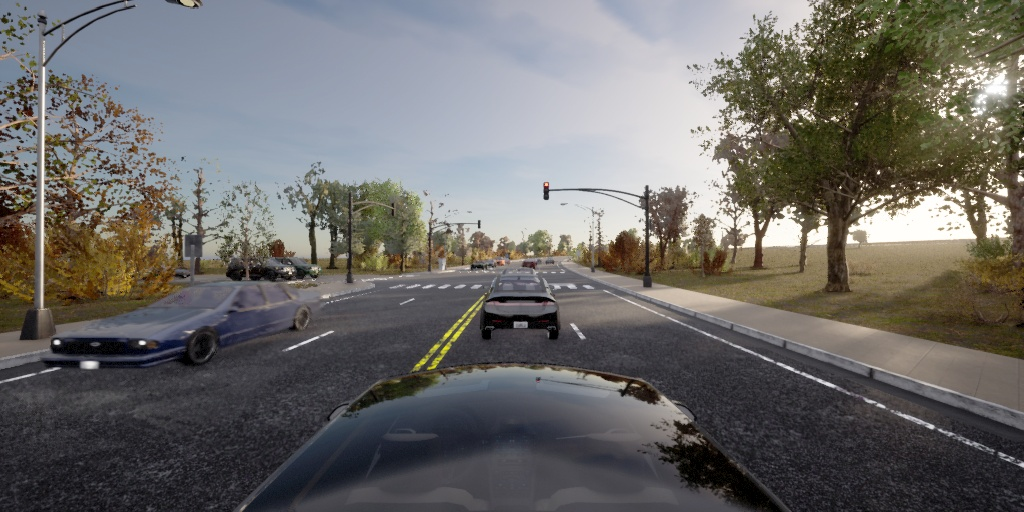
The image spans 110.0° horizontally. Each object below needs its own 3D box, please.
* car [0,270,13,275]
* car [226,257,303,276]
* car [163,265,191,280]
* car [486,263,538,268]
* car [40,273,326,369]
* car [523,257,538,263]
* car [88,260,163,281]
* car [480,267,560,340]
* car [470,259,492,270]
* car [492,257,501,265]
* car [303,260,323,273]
[{"bbox_3d":[-53.788,1.583,36.162,4.553,1.767,2.097,0,-1,10],"label":"car"},{"bbox_3d":[-21.118,1.124,30.236,5.566,2.045,2.150,-1,-1,10],"label":"car"},{"bbox_3d":[-35.036,1.629,36.021,5.357,1.411,2.033,-1,-1,10],"label":"car"},{"bbox_3d":[0.292,1.240,15.332,2.128,1.511,4.902,0,0,2],"label":"car"},{"bbox_3d":[-6.462,1.299,8.200,2.033,1.411,5.357,0,0,2],"label":"car"},{"bbox_3d":[2.640,1.165,54.268,1.882,1.535,5.008,0,0,5],"label":"car"},{"bbox_3d":[-35.666,1.277,32.837,5.566,2.045,2.150,-1,-1,10],"label":"car"},{"bbox_3d":[0.200,1.242,10.003,2.128,1.511,4.902,0,0,0],"label":"car"},{"bbox_3d":[-4.489,1.303,49.825,1.895,1.301,4.718,0,0,6],"label":"car"},{"bbox_3d":[-3.622,1.228,59.463,2.033,1.411,5.357,0,0,5],"label":"car"},{"bbox_3d":[-20.634,1.152,33.452,5.566,2.045,2.150,-1,-1,10],"label":"car"}]
